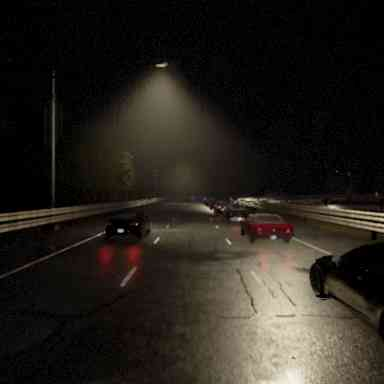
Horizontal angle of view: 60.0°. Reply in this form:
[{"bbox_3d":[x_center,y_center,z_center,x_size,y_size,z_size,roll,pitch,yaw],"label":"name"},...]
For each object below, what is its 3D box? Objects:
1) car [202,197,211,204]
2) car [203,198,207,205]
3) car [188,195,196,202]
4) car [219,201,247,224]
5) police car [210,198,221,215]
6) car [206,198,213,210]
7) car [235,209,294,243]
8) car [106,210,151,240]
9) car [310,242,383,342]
[{"bbox_3d":[3.561,2.127,82.084,2.128,1.511,4.902,0,0,0],"label":"car"},{"bbox_3d":[3.544,1.931,60.084,2.033,1.649,4.856,0,0,0],"label":"car"},{"bbox_3d":[0.068,1.817,91.481,2.150,2.045,5.566,0,0,0],"label":"car"},{"bbox_3d":[3.520,1.750,27.086,1.837,1.490,4.892,0,-1,0],"label":"car"},{"bbox_3d":[3.529,1.845,38.086,2.038,1.542,4.974,0,0,0],"label":"police car"},{"bbox_3d":[3.536,1.929,49.085,1.837,1.490,4.892,0,0,0],"label":"car"},{"bbox_3d":[3.615,1.756,16.974,1.895,1.301,4.718,0,-1,0],"label":"car"},{"bbox_3d":[-3.388,1.690,18.109,1.812,1.442,4.674,0,-1,0],"label":"car"},{"bbox_3d":[3.600,1.579,5.703,1.812,1.442,4.674,0,0,0],"label":"car"}]
